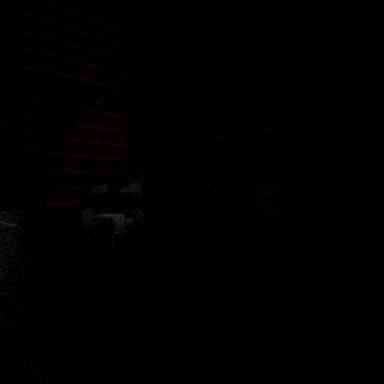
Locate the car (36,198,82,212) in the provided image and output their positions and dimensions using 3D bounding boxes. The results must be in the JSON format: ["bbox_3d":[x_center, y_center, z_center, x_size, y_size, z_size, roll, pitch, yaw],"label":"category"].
[{"bbox_3d":[-15.228,1.420,38.362,5.008,1.535,1.882,0,0,-44],"label":"car"}]
